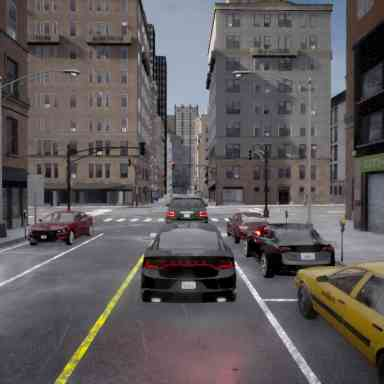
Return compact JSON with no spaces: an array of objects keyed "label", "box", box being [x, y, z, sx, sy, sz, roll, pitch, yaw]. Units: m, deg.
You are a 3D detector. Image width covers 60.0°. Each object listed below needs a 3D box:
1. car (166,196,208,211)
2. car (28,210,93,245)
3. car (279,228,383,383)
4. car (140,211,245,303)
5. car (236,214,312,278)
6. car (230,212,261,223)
[{"label":"car","box":[-0.282,1.215,18.412,2.150,2.045,5.566,0,0,-1]},{"label":"car","box":[-5.911,1.539,15.422,1.887,1.381,4.507,-1,0,-1]},{"label":"car","box":[2.804,1.524,4.558,1.752,1.417,4.829,-1,0,-1]},{"label":"car","box":[-0.078,1.475,8.281,1.882,1.535,5.008,0,0,0]},{"label":"car","box":[2.720,1.562,9.973,1.947,1.339,4.313,-1,0,-1]},{"label":"car","box":[2.633,1.576,15.558,1.802,1.307,4.206,-1,0,-1]}]
